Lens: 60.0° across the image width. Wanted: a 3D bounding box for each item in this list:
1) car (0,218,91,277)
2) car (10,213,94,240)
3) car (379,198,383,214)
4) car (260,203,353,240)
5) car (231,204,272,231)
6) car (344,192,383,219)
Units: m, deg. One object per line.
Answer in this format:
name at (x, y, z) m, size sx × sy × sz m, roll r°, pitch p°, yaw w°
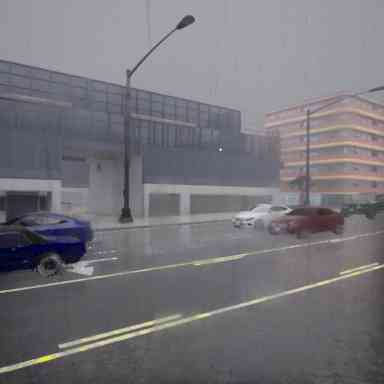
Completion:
car at (-5.388, 1.601, 8.745) m, size 4.718 × 1.301 × 1.895 m, roll 0°, pitch 0°, yaw -35°
car at (-6.101, 1.526, 12.551) m, size 4.674 × 1.442 × 1.812 m, roll 0°, pitch 0°, yaw -35°
car at (15.814, 1.315, 23.734) m, size 4.902 × 1.511 × 2.128 m, roll 0°, pitch 0°, yaw -35°
car at (5.851, 1.458, 16.743) m, size 4.674 × 1.442 × 1.812 m, roll -1°, pitch 0°, yaw -35°
car at (4.479, 1.448, 20.055) m, size 4.674 × 1.442 × 1.812 m, roll -1°, pitch 0°, yaw -35°
car at (14.483, 1.047, 27.075) m, size 5.566 × 2.045 × 2.150 m, roll 0°, pitch 0°, yaw -35°
